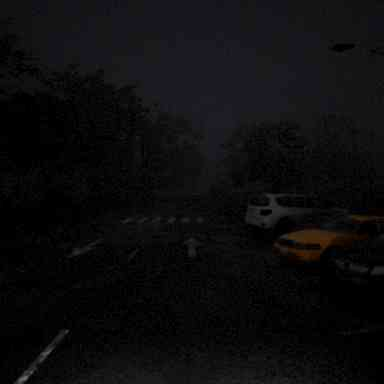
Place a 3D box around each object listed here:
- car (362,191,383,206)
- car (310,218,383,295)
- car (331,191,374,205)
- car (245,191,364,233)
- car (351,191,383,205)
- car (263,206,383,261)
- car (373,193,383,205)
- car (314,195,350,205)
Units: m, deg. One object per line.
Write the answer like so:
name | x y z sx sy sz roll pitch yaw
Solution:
car | 18.318 0.998 32.713 2.435 2.045 5.566 0 1 -21
car | 5.373 1.467 7.675 4.674 1.452 2.002 1 1 -20
car | 23.921 0.877 49.862 2.435 2.045 5.566 0 0 -21
car | 5.370 1.108 16.707 5.566 2.045 2.435 1 0 -20
car | 26.981 0.877 49.902 2.435 2.045 5.566 0 -1 -22
car | 5.187 1.399 10.616 5.366 1.575 1.946 1 1 -20
car | 29.977 1.004 50.034 2.185 1.767 4.553 0 -1 -22
car | 20.898 1.157 49.778 2.163 1.488 4.792 0 0 -21
